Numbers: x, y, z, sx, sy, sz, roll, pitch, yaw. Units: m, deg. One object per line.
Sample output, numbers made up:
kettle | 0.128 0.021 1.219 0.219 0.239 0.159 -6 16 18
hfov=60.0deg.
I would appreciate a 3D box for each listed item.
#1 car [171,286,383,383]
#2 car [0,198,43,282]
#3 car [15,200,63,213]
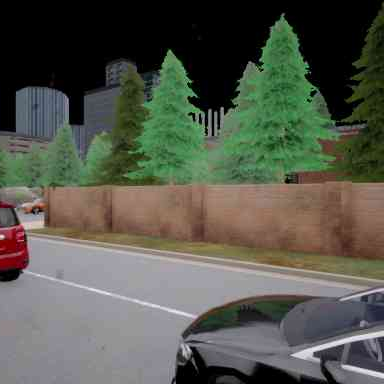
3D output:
car | 2.052 1.492 2.529 4.902 1.511 2.128 0 0 36
car | -6.420 1.221 8.540 5.566 2.045 2.150 0 0 36
car | -17.368 1.601 37.927 1.895 1.301 4.718 0 0 35
